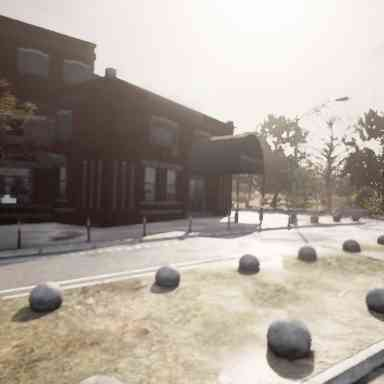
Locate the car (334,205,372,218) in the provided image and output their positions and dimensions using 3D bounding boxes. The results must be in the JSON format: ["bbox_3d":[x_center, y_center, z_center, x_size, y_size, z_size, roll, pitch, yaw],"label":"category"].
[{"bbox_3d":[19.348,2.295,40.066,4.181,1.385,1.994,1,-1,24],"label":"car"}]
